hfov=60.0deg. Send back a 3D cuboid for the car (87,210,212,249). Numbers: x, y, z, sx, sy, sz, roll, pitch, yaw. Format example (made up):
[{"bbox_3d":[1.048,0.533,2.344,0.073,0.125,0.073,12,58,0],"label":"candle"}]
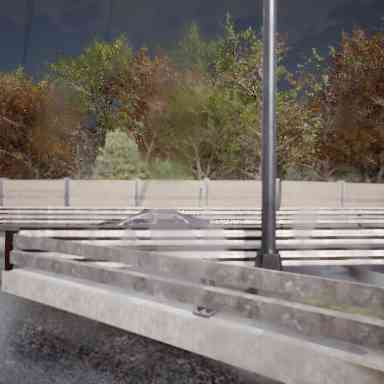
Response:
[{"bbox_3d":[-1.603,1.439,12.551,4.902,1.511,2.128,0,0,-2],"label":"car"}]
